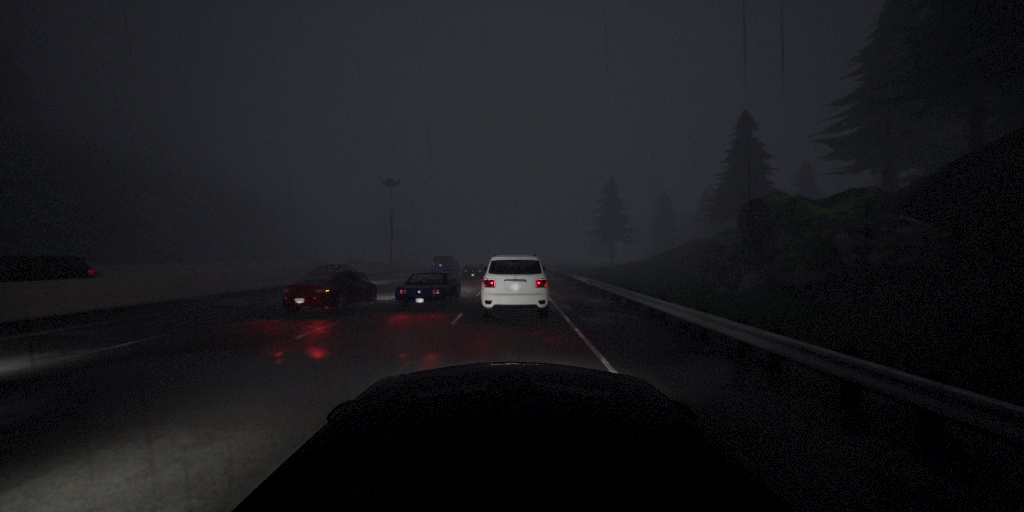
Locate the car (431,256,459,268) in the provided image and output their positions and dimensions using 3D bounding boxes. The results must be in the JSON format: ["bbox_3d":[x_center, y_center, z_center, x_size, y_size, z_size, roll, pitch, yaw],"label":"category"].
[{"bbox_3d":[-6.905,0.979,37.319,2.150,2.045,5.566,0,0,0],"label":"car"}]

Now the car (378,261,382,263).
[{"bbox_3d":[-21.063,1.362,54.719,1.895,1.301,4.718,0,0,1],"label":"car"}]

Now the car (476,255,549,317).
[{"bbox_3d":[0.099,0.974,13.272,2.150,2.045,5.566,0,0,0],"label":"car"}]

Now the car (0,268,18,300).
[{"bbox_3d":[-24.603,1.301,14.448,2.033,1.411,5.357,0,0,0],"label":"car"}]

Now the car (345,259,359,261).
[{"bbox_3d":[-24.563,1.266,54.701,1.837,1.490,4.892,0,0,0],"label":"car"}]

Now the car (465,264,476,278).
[{"bbox_3d":[-3.403,1.357,33.379,1.895,1.301,4.718,0,0,0],"label":"car"}]

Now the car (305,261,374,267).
[{"bbox_3d":[-10.404,1.246,21.647,2.128,1.511,4.902,0,0,0],"label":"car"}]

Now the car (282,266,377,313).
[{"bbox_3d":[-6.901,1.278,13.965,1.812,1.442,4.674,0,0,0],"label":"car"}]

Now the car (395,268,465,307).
[{"bbox_3d":[-3.402,1.354,15.484,1.895,1.301,4.718,0,0,0],"label":"car"}]

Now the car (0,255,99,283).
[{"bbox_3d":[-21.103,0.974,14.837,2.150,2.045,5.566,0,0,0],"label":"car"}]

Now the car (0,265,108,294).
[{"bbox_3d":[-28.103,1.303,21.364,2.033,1.411,5.357,0,0,0],"label":"car"}]
